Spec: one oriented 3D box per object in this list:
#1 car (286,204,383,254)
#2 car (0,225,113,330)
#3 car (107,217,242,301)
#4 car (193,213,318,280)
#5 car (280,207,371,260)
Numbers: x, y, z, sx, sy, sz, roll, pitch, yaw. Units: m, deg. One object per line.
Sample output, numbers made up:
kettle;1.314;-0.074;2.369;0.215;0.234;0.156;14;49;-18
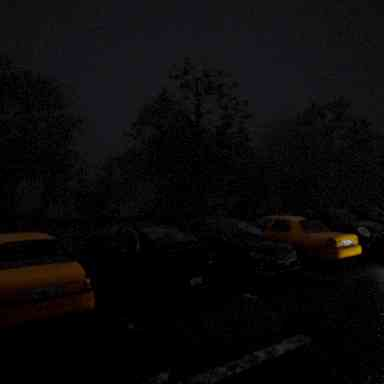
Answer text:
car;5.444;1.359;13.365;2.185;1.767;4.553;0;0;-35
car;-3.687;1.477;7.043;1.946;1.575;5.366;0;0;-35
car;-1.315;1.483;8.499;2.231;1.521;4.892;0;0;-35
car;0.938;1.484;10.121;2.231;1.521;4.892;0;0;-35
car;3.094;1.480;11.879;1.946;1.575;5.366;0;0;-35
